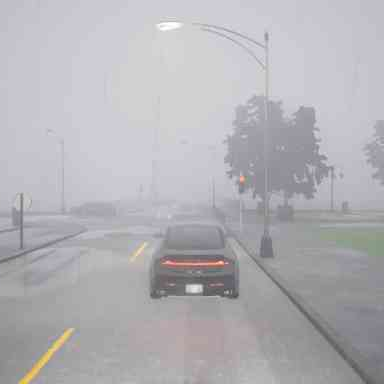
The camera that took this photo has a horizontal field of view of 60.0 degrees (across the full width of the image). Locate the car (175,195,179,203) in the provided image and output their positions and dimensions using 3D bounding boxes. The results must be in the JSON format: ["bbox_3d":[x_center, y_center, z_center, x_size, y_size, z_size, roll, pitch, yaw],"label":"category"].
[{"bbox_3d":[-4.049,1.601,63.385,1.895,1.301,4.718,0,0,0],"label":"car"}]

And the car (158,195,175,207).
[{"bbox_3d":[-4.091,1.505,50.889,1.837,1.490,4.892,0,0,0],"label":"car"}]

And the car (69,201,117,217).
[{"bbox_3d":[-9.072,1.563,30.671,4.181,1.385,1.994,0,0,-19],"label":"car"}]

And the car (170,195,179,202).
[{"bbox_3d":[-3.995,1.486,77.997,1.837,1.490,4.892,0,0,0],"label":"car"}]

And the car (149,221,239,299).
[{"bbox_3d":[0.061,1.505,8.454,1.837,1.490,4.892,0,0,0],"label":"car"}]
